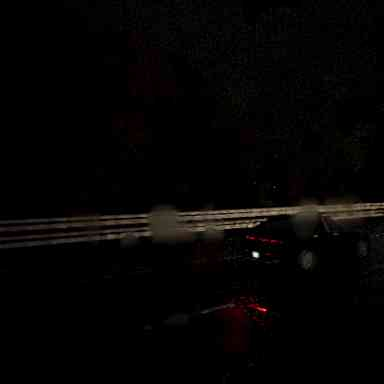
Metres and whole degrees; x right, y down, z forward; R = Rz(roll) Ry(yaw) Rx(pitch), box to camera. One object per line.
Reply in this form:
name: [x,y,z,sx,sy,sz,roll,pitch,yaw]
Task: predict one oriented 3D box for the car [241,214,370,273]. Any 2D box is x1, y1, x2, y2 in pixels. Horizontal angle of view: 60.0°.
car: [3.754,1.468,10.626,4.892,1.490,1.837,-1,0,-35]
